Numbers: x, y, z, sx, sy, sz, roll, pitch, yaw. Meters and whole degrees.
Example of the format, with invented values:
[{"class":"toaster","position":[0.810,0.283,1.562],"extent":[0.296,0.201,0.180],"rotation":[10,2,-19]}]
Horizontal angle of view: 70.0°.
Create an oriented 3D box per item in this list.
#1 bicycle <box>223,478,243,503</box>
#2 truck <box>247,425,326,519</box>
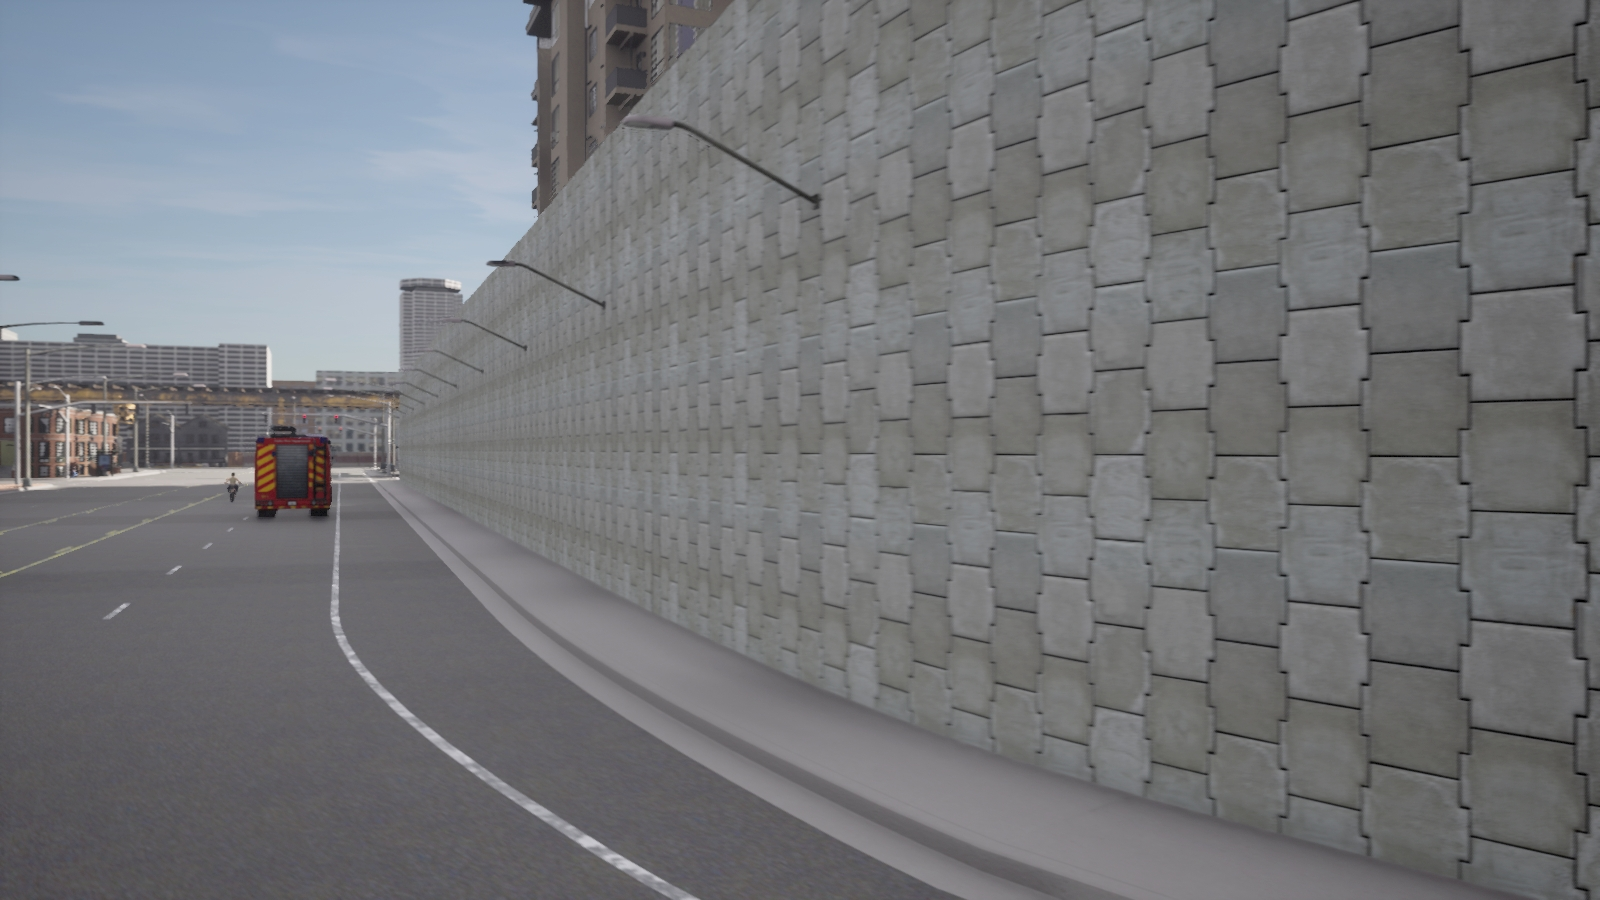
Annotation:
[{"class":"bicycle","position":[-30.627,2.163,61.735],"extent":[0.859,1.301,1.487],"rotation":[0,0,-21]},{"class":"truck","position":[-22.820,0.906,51.085],"extent":[2.891,3.827,8.468],"rotation":[0,0,-22]}]
